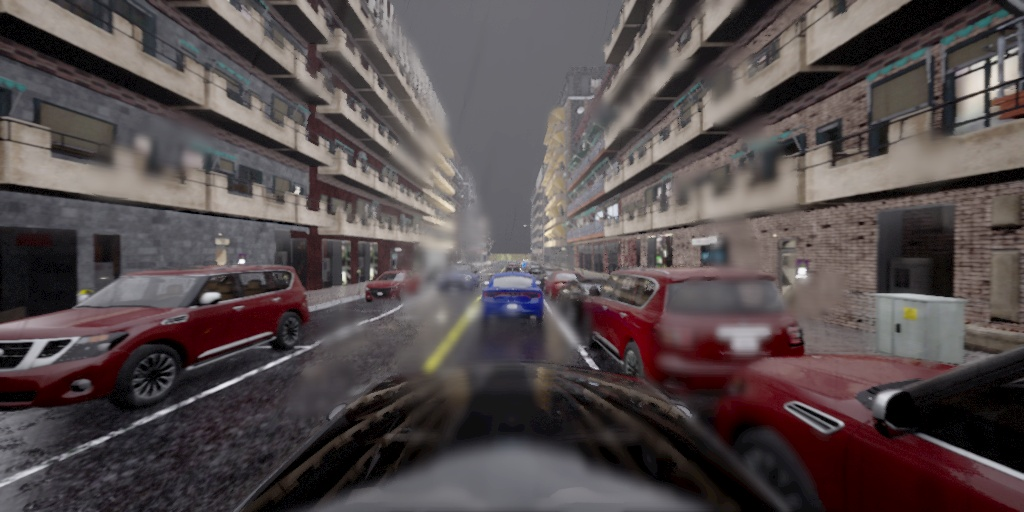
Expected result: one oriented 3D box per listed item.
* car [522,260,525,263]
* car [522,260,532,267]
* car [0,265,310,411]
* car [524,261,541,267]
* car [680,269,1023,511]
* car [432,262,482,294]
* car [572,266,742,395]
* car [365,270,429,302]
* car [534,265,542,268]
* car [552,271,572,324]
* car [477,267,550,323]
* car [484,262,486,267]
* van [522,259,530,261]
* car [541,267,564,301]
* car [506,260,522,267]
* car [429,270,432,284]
[{"bbox_3d":[2.694,1.649,51.753,1.802,1.307,4.207,0,0,0],"label":"car"},{"bbox_3d":[2.693,1.584,46.088,2.007,1.370,4.403,0,0,0],"label":"car"},{"bbox_3d":[-5.691,1.097,6.377,2.192,1.841,5.009,0,0,0],"label":"car"},{"bbox_3d":[2.695,1.564,40.423,1.948,1.339,4.313,0,0,0],"label":"car"},{"bbox_3d":[2.657,1.058,0.772,2.192,1.841,5.009,0,0,0],"label":"car"},{"bbox_3d":[-3.087,1.232,21.488,2.097,1.767,4.553,0,0,0],"label":"car"},{"bbox_3d":[2.657,1.097,6.438,2.192,1.841,5.009,0,0,0],"label":"car"},{"bbox_3d":[-5.690,1.401,17.707,1.888,1.381,4.507,0,0,0],"label":"car"},{"bbox_3d":[2.664,1.458,23.430,1.948,1.339,4.313,0,0,0],"label":"car"},{"bbox_3d":[2.658,1.385,12.101,1.948,1.339,4.313,0,0,0],"label":"car"},{"bbox_3d":[0.028,1.300,12.452,1.882,1.535,5.008,0,0,0],"label":"car"},{"bbox_3d":[-5.687,1.651,57.362,2.007,1.370,4.403,0,0,0],"label":"car"},{"bbox_3d":[2.694,1.473,63.082,1.690,1.789,3.998,0,0,0],"label":"van"},{"bbox_3d":[2.658,1.401,17.766,1.888,1.381,4.507,0,0,0],"label":"car"},{"bbox_3d":[0.104,1.559,49.623,1.837,1.490,4.892,0,-1,0],"label":"car"},{"bbox_3d":[-5.689,1.494,29.038,1.948,1.339,4.313,0,0,0],"label":"car"}]
